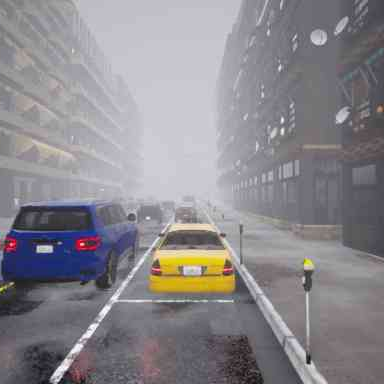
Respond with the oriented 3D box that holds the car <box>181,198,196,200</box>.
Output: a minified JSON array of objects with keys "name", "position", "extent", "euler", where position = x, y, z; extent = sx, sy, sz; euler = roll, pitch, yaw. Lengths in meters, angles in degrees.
[{"name":"car","position":[-0.438,1.583,31.754],"extent":[1.887,1.381,4.507],"euler":[1,0,0]}]

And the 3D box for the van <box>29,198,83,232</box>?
[{"name":"van","position":[-8.312,1.359,20.753],"extent":[1.690,1.788,3.998],"euler":[2,0,0]}]

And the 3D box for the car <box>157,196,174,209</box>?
[{"name":"car","position":[-2.924,1.536,40.900],"extent":[1.882,1.535,5.008],"euler":[0,0,0]}]

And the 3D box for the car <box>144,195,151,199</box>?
[{"name":"car","position":[-8.321,1.660,53.938],"extent":[1.947,1.339,4.313],"euler":[1,0,0]}]

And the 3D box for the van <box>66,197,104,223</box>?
[{"name":"van","position":[-8.313,1.368,26.285],"extent":[1.690,1.788,3.998],"euler":[1,0,0]}]

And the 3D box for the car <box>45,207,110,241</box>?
[{"name":"car","position":[-5.869,1.577,17.627],"extent":[1.994,1.385,4.181],"euler":[0,0,0]}]

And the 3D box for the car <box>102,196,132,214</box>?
[{"name":"car","position":[-8.313,1.366,37.346],"extent":[2.192,1.841,5.009],"euler":[1,0,0]}]

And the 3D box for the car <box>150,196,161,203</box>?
[{"name":"car","position":[-8.323,1.725,76.059],"extent":[1.887,1.381,4.507],"euler":[1,0,0]}]

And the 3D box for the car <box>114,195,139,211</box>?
[{"name":"car","position":[-8.314,1.379,42.876],"extent":[2.192,1.841,5.009],"euler":[1,0,0]}]

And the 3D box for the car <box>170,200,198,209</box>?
[{"name":"car","position":[-0.438,1.572,26.224],"extent":[1.887,1.381,4.507],"euler":[1,0,0]}]

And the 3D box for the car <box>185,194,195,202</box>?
[{"name":"car","position":[-0.472,1.521,81.536],"extent":[2.192,1.841,5.009],"euler":[1,0,0]}]

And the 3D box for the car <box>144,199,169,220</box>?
[{"name":"car","position":[-3.021,1.530,25.298],"extent":[1.837,1.490,4.892],"euler":[0,0,0]}]

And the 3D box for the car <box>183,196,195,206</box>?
[{"name":"car","position":[-0.473,1.553,59.411],"extent":[1.967,1.590,4.097],"euler":[1,0,0]}]

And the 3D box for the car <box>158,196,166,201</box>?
[{"name":"car","position":[-8.325,1.847,92.652],"extent":[1.802,1.307,4.206],"euler":[1,0,0]}]

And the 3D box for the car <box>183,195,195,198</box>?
[{"name":"car","position":[-0.429,1.490,37.286],"extent":[1.967,1.590,4.097],"euler":[1,0,0]}]

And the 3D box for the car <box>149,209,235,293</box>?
[{"name":"car","position":[0.004,1.462,8.843],"extent":[1.801,1.575,5.366],"euler":[0,0,0]}]

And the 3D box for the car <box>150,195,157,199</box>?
[{"name":"car","position":[-8.317,1.471,70.528],"extent":[2.192,1.841,5.009],"euler":[1,0,0]}]

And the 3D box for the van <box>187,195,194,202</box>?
[{"name":"van","position":[-0.473,1.576,87.068],"extent":[1.690,1.788,3.998],"euler":[1,0,0]}]

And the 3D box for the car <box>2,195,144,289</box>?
[{"name":"car","position":[-2.922,1.227,9.277],"extent":[2.150,2.045,5.566],"euler":[0,0,0]}]
